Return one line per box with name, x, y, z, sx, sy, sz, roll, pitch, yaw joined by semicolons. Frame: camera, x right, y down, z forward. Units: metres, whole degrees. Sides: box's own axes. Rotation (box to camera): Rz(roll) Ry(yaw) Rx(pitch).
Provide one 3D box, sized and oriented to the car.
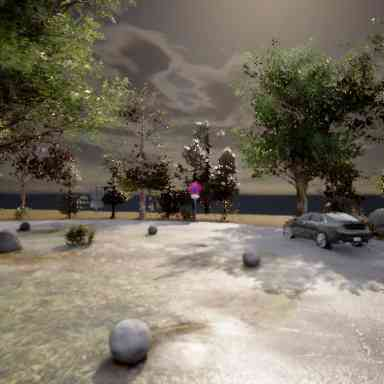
car;6.113;1.663;15.677;1.837;1.490;4.892;2;-1;-12
